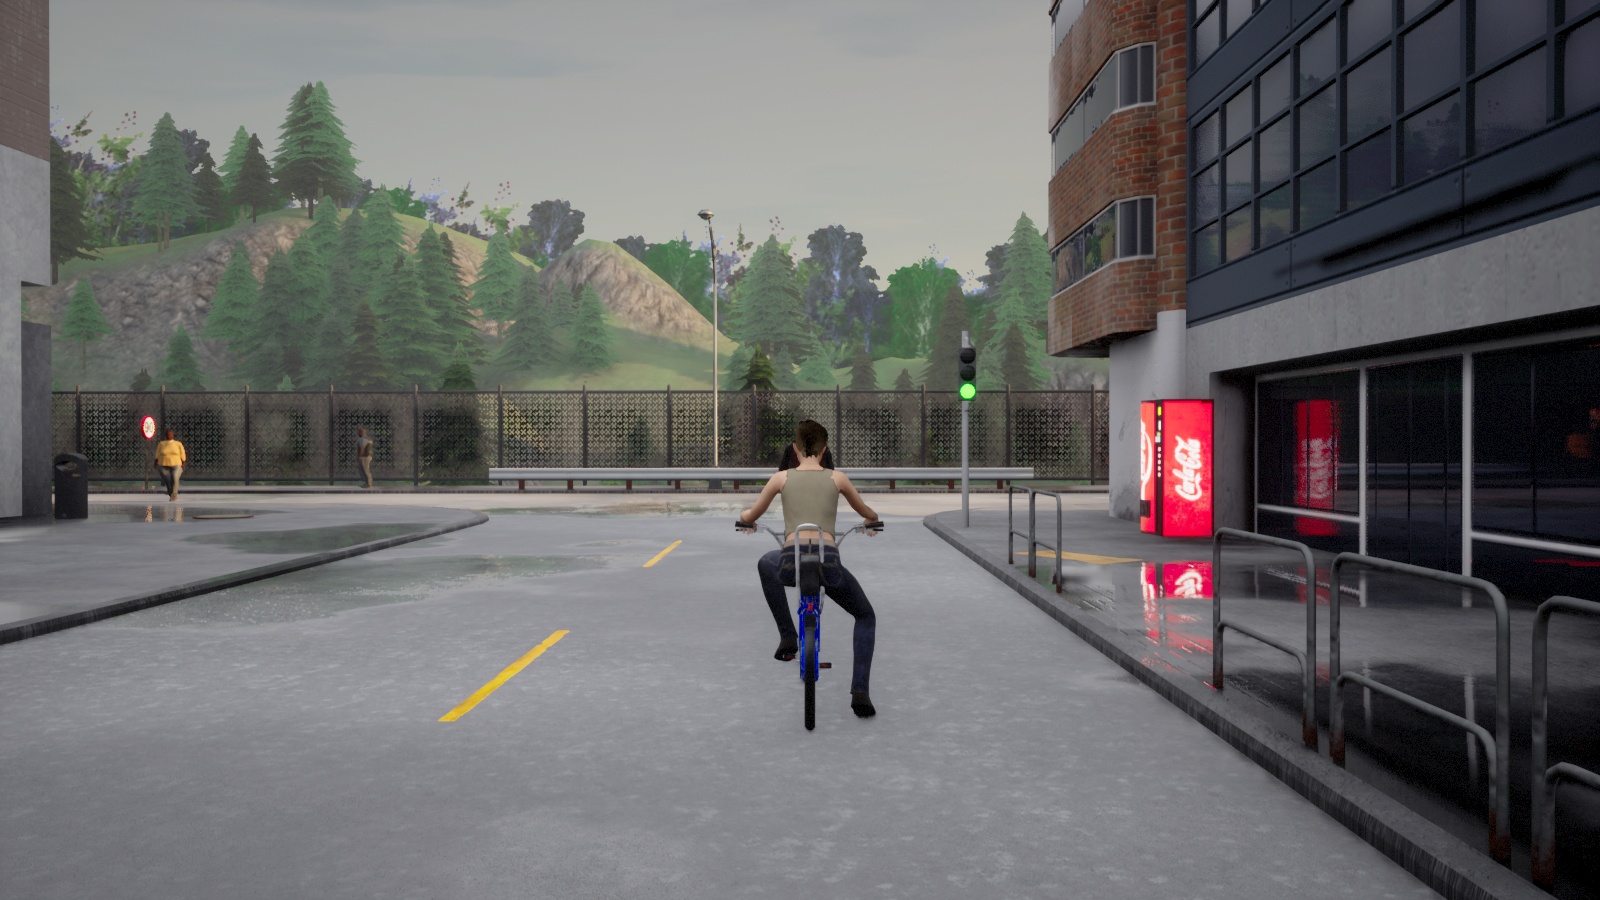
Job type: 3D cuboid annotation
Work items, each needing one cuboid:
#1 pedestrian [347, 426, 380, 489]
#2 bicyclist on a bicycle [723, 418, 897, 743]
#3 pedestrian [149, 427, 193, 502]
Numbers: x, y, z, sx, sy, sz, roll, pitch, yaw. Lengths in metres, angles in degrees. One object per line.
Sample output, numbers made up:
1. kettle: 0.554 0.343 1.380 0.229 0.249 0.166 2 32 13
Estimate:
1. pedestrian: -13.154 0.231 37.872 0.849 1.883 0.563 0 0 -8
2. bicyclist on a bicycle: 0.053 0.643 6.989 0.866 1.612 1.509 0 0 0
3. pedestrian: -15.856 0.359 31.691 0.874 1.855 0.900 0 0 -19
